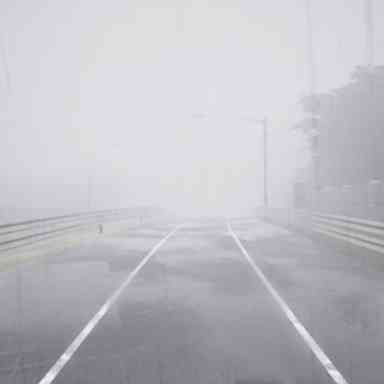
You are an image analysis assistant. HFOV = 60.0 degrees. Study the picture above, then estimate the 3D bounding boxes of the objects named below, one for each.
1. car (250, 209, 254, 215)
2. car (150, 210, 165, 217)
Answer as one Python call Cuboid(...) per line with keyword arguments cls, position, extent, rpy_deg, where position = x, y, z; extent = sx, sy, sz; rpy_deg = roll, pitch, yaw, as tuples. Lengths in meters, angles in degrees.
Cuboid(cls="car", position=(16.436, 5.314, 87.696), extent=(1.812, 1.442, 4.674), rpy_deg=(-1, -4, 17))
Cuboid(cls="car", position=(-6.082, 2.918, 48.343), extent=(2.128, 1.511, 4.902), rpy_deg=(-3, -4, 41))
